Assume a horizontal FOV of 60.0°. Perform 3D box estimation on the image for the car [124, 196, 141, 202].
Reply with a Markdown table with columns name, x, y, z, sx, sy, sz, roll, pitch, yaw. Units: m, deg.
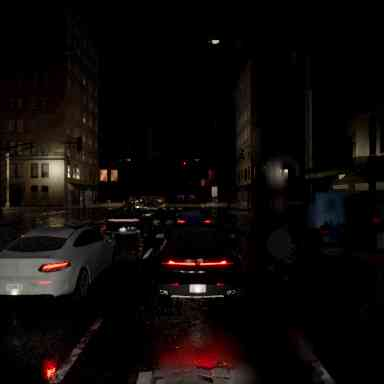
| name | x | y | z | sx | sy | sz | roll | pitch | yaw |
| --- | --- | --- | --- | --- | --- | --- | --- | --- | --- |
| car | -9.772 | 1.524 | 53.419 | 1.837 | 1.490 | 4.892 | 0 | 0 | 0 |

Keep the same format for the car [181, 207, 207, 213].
| name | x | y | z | sx | sy | sz | roll | pitch | yaw |
| --- | --- | --- | --- | --- | --- | --- | --- | --- | --- |
| car | 0.103 | 1.533 | 17.587 | 1.812 | 1.442 | 4.674 | 0 | 0 | 0 |

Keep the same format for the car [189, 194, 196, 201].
| name | x | y | z | sx | sy | sz | roll | pitch | yaw |
| --- | --- | --- | --- | --- | --- | --- | --- | --- | --- |
| car | 0.100 | 1.605 | 83.274 | 1.895 | 1.301 | 4.718 | 0 | 0 | 0 |

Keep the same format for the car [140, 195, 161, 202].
| name | x | y | z | sx | sy | sz | roll | pitch | yaw |
| --- | --- | --- | --- | --- | --- | --- | --- | --- | --- |
| car | -6.527 | 1.523 | 52.961 | 1.837 | 1.490 | 4.892 | 0 | 0 | 0 |

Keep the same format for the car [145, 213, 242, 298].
| name | x | y | z | sx | sy | sz | roll | pitch | yaw |
| --- | --- | --- | --- | --- | --- | --- | --- | --- | --- |
| car | 0.102 | 1.508 | 8.471 | 1.837 | 1.490 | 4.892 | 0 | 0 | 0 |

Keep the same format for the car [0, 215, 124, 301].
| name | x | y | z | sx | sy | sz | roll | pitch | yaw |
| --- | --- | --- | --- | --- | --- | --- | --- | --- | --- |
| car | -3.146 | 1.528 | 8.220 | 1.812 | 1.442 | 4.674 | 0 | 0 | 0 |

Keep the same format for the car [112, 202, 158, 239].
| name | x | y | z | sx | sy | sz | roll | pitch | yaw |
| --- | --- | --- | --- | --- | --- | --- | --- | --- | --- |
| car | -3.131 | 1.498 | 17.486 | 2.128 | 1.511 | 4.902 | 0 | 0 | 0 |

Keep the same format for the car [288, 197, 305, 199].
| name | x | y | z | sx | sy | sz | roll | pitch | yaw |
| --- | --- | --- | --- | --- | --- | --- | --- | --- | --- |
| car | 12.057 | 1.481 | 40.186 | 4.553 | 1.767 | 2.097 | 0 | -1 | 0 |

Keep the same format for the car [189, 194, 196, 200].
| name | x | y | z | sx | sy | sz | roll | pitch | yaw |
| --- | --- | --- | --- | --- | --- | --- | --- | --- | --- |
| car | 0.112 | 1.381 | 93.246 | 2.033 | 1.411 | 5.357 | 0 | 0 | 0 |

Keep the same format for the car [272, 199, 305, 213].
| name | x | y | z | sx | sy | sz | roll | pitch | yaw |
| --- | --- | --- | --- | --- | --- | --- | --- | --- | --- |
| car | 11.738 | 1.684 | 36.933 | 4.718 | 1.301 | 1.895 | 0 | -1 | 0 |

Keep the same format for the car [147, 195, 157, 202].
| name | x | y | z | sx | sy | sz | roll | pitch | yaw |
| --- | --- | --- | --- | --- | --- | --- | --- | --- | --- |
| car | -9.654 | 1.542 | 80.379 | 1.812 | 1.442 | 4.674 | 0 | 0 | 0 |

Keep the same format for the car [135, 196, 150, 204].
| name | x | y | z | sx | sy | sz | roll | pitch | yaw |
| --- | --- | --- | --- | --- | --- | --- | --- | --- | --- |
| car | -9.704 | 1.511 | 65.416 | 2.128 | 1.511 | 4.902 | 0 | 0 | 1 |

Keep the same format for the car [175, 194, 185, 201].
| name | x | y | z | sx | sy | sz | roll | pitch | yaw |
| --- | --- | --- | --- | --- | --- | --- | --- | --- | --- |
| car | -3.151 | 1.535 | 82.832 | 2.128 | 1.511 | 4.902 | 0 | 0 | 0 |

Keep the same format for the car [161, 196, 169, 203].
| name | x | y | z | sx | sy | sz | roll | pitch | yaw |
| --- | --- | --- | --- | --- | --- | --- | --- | --- | --- |
| car | -6.420 | 1.546 | 68.444 | 1.812 | 1.442 | 4.674 | 0 | 0 | 0 |

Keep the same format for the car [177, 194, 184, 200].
| name | x | y | z | sx | sy | sz | roll | pitch | yaw |
| --- | --- | --- | --- | --- | --- | --- | --- | --- | --- |
| car | -3.138 | 1.319 | 93.251 | 1.882 | 1.535 | 5.008 | 0 | 0 | 0 |
